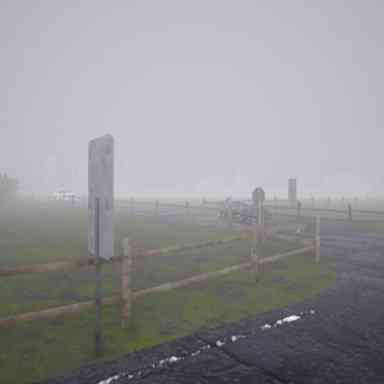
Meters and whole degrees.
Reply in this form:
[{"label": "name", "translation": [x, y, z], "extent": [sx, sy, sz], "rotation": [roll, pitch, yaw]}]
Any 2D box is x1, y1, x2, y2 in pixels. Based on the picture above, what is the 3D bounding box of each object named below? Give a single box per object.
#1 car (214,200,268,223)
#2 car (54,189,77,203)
[{"label": "car", "translation": [3.340, 1.309, 23.645], "extent": [1.837, 1.490, 4.892], "rotation": [0, 1, -26]}, {"label": "car", "translation": [-19.034, 0.567, 49.834], "extent": [2.150, 2.045, 5.566], "rotation": [0, 1, -37]}]
